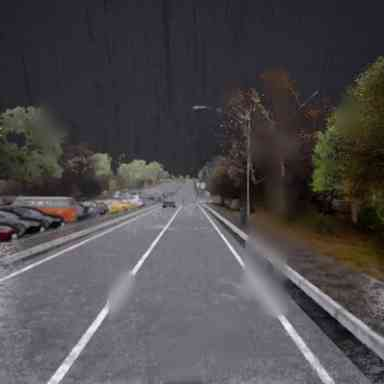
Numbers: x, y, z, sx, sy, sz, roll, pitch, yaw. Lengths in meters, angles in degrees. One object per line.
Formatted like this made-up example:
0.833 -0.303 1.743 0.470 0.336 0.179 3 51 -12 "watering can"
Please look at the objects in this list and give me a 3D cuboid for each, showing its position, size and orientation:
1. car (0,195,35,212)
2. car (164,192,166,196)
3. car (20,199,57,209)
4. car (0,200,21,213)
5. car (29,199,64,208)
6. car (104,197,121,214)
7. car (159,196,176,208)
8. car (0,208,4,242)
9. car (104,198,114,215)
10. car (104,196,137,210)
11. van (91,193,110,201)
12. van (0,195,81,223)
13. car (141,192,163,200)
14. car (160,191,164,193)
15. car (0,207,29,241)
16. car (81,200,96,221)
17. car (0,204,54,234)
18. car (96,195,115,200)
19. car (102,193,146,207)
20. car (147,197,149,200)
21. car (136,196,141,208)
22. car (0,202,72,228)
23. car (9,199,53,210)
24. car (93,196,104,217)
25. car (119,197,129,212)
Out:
-23.448 1.437 42.562 5.566 2.045 2.435 0 -1 0 "car"
-10.652 1.424 94.589 5.008 1.535 2.097 0 0 0 "car"
-23.426 1.822 50.868 4.674 1.452 2.002 0 -1 0 "car"
-23.387 1.687 39.790 4.792 1.488 2.163 0 -1 0 "car"
-23.403 1.843 53.638 4.792 1.488 2.163 0 -1 0 "car"
-10.515 1.601 34.218 5.366 1.575 1.946 0 -1 0 "car"
-3.534 1.769 51.830 2.033 1.411 5.357 0 0 0 "car"
-10.117 1.522 12.017 5.366 1.575 1.946 0 0 0 "car"
-10.320 1.586 31.451 4.892 1.521 2.231 0 -1 0 "car"
-10.154 1.687 42.544 5.366 1.575 1.946 0 -1 0 "car"
-23.608 1.172 86.153 4.442 1.987 1.878 1 0 0 "van"
-10.433 1.329 23.122 4.442 1.987 1.878 0 0 0 "van"
-10.625 1.429 86.239 4.792 1.488 2.163 0 0 0 "car"
-10.688 1.295 91.809 4.553 1.767 2.185 0 0 0 "car"
-10.277 1.562 14.793 4.792 1.488 2.163 0 0 0 "car"
-10.349 1.591 25.898 4.792 1.488 2.163 0 0 0 "car"
-10.280 1.569 17.569 4.792 1.488 2.163 0 0 0 "car"
-23.739 1.457 91.610 4.674 1.452 2.002 0 0 0 "car"
-10.377 1.533 50.874 5.566 2.045 2.435 0 -1 0 "car"
-10.326 1.877 56.423 4.792 1.488 2.163 0 -1 0 "car"
-10.531 1.750 48.095 5.366 1.575 1.946 0 -1 0 "car"
-10.284 1.577 20.345 4.792 1.488 2.163 0 0 0 "car"
-23.240 1.748 48.099 5.366 1.575 1.946 0 -1 0 "car"
-10.354 1.446 28.672 4.553 1.767 2.185 0 0 0 "car"
-10.147 1.626 36.871 5.366 1.575 1.946 0 -1 0 "car"
